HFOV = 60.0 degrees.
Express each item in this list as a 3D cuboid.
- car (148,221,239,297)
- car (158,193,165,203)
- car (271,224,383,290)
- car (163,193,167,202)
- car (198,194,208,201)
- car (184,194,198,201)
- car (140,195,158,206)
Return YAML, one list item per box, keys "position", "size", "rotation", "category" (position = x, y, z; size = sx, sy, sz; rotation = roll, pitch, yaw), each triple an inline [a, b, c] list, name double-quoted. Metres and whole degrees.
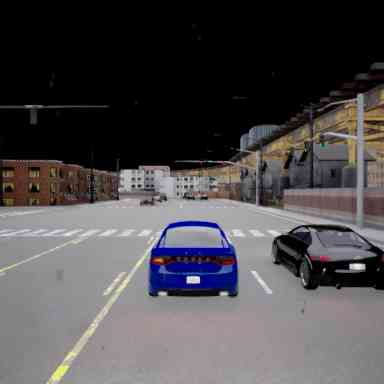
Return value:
- position: [0.035, 1.478, 8.638]
  size: [1.882, 1.535, 5.008]
  rotation: [0, 0, 0]
  category: "car"
- position: [-7.212, 1.525, 68.560]
  size: [1.812, 1.442, 4.674]
  rotation: [0, 0, 0]
  category: "car"
- position: [3.538, 1.564, 9.104]
  size: [1.994, 1.385, 4.181]
  rotation: [0, 0, 0]
  category: "car"
- position: [-7.245, 1.225, 80.148]
  size: [2.150, 2.045, 5.566]
  rotation: [0, 0, 0]
  category: "car"
- position: [3.204, 1.471, 87.658]
  size: [1.882, 1.535, 5.008]
  rotation: [0, 0, -3]
  category: "car"
- position: [-0.282, 1.345, 86.759]
  size: [2.097, 1.767, 4.553]
  rotation: [0, 0, -3]
  category: "car"
- position: [-7.251, 1.352, 54.607]
  size: [2.097, 1.767, 4.553]
  rotation: [0, 0, 0]
  category: "car"
